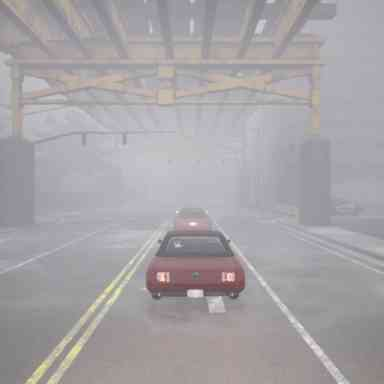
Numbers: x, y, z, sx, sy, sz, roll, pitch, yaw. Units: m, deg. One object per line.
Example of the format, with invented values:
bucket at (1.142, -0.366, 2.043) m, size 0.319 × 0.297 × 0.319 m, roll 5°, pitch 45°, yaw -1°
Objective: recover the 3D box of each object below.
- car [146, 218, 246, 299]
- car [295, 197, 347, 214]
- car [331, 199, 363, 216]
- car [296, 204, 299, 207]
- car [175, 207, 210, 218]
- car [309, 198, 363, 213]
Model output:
car at (0.059, 1.590, 8.387) m, size 1.895 × 1.301 × 4.718 m, roll 0°, pitch 0°, yaw 0°
car at (13.432, 1.379, 34.654) m, size 4.974 × 1.542 × 2.038 m, roll 0°, pitch 0°, yaw 25°
car at (13.125, 1.389, 30.494) m, size 4.974 × 1.542 × 2.038 m, roll 0°, pitch 0°, yaw -20°
car at (13.479, 1.221, 34.633) m, size 4.536 × 1.218 × 1.853 m, roll 0°, pitch 0°, yaw 25°
car at (0.018, 1.527, 18.347) m, size 1.994 × 1.385 × 4.181 m, roll 0°, pitch 0°, yaw -1°
car at (13.174, 1.231, 30.512) m, size 4.536 × 1.218 × 1.853 m, roll 0°, pitch 0°, yaw -20°
